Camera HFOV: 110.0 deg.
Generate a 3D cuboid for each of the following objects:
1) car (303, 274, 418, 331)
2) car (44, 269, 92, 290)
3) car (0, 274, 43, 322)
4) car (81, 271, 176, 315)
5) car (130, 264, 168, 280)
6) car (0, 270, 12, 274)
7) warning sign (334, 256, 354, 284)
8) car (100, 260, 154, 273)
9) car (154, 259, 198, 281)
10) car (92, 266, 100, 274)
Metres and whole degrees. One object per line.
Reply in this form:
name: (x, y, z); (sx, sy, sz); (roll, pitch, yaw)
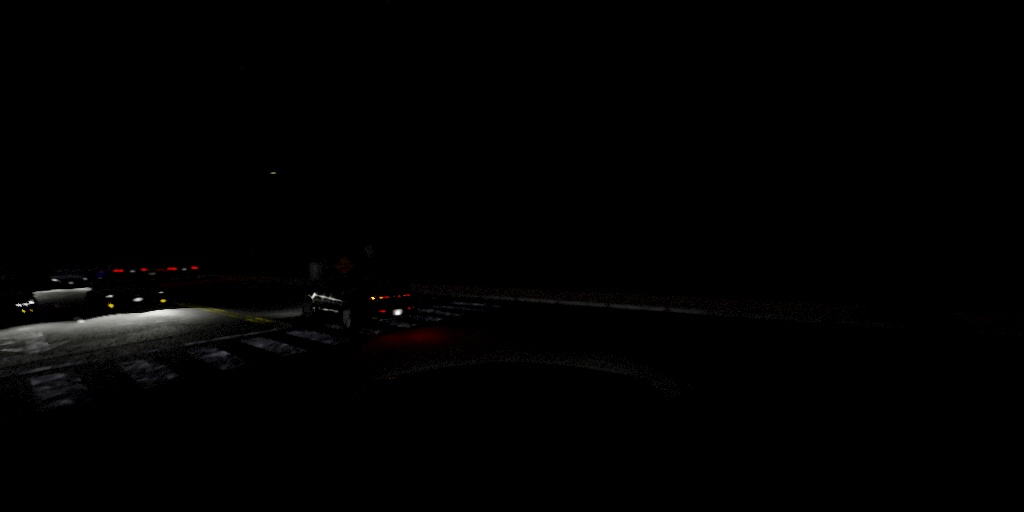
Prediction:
car: (-4.908, 1.288, 11.325); (4.892, 1.490, 1.837); (-1, -1, 42)
car: (-34.828, 1.766, 28.094); (4.674, 1.442, 1.812); (-1, 1, 35)
car: (-18.371, 1.556, 12.662); (4.892, 1.490, 1.837); (-1, 1, 35)
car: (-16.261, 1.545, 15.153); (4.181, 1.385, 1.994); (-1, 1, 35)
car: (-40.519, 1.727, 40.036); (4.902, 1.511, 2.128); (-1, 1, 35)
car: (-37.770, 1.815, 26.194); (4.902, 1.511, 2.128); (-1, 1, 35)
warning sign: (-10.599, 0.899, 22.737); (1.060, 1.860, 1.300); (0, 0, 35)
car: (-33.962, 1.408, 31.570); (5.566, 2.045, 2.150); (-1, 1, 35)
car: (-31.958, 1.339, 34.131); (5.566, 2.045, 2.150); (-1, 1, 36)
car: (-42.714, 1.784, 37.604); (5.008, 1.535, 1.882); (-1, 1, 35)
